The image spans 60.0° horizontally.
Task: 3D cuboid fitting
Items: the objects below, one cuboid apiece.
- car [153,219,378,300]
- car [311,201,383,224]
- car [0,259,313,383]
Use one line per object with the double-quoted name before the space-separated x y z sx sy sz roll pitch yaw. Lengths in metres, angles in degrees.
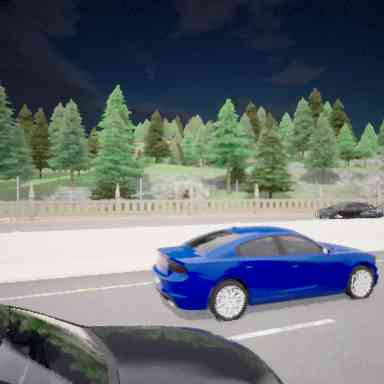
"car" 1.650 1.471 7.103 5.008 1.535 1.882 0 0 -21
"car" 11.628 1.480 24.889 4.892 1.490 1.837 0 0 -12
"car" -1.497 1.525 2.038 4.674 1.442 1.812 0 0 -24
